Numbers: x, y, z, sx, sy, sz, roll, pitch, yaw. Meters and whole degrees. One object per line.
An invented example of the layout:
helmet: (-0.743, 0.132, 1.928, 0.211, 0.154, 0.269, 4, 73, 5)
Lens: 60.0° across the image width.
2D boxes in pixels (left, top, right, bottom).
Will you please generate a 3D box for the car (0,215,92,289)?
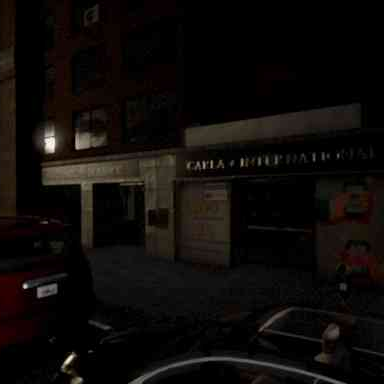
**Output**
car: (-3.745, 1.313, 5.538, 5.009, 1.841, 2.192, 0, -1, 36)

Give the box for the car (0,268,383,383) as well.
car: (0.713, 1.550, 2.347, 4.403, 1.369, 2.008, 0, -1, 36)
